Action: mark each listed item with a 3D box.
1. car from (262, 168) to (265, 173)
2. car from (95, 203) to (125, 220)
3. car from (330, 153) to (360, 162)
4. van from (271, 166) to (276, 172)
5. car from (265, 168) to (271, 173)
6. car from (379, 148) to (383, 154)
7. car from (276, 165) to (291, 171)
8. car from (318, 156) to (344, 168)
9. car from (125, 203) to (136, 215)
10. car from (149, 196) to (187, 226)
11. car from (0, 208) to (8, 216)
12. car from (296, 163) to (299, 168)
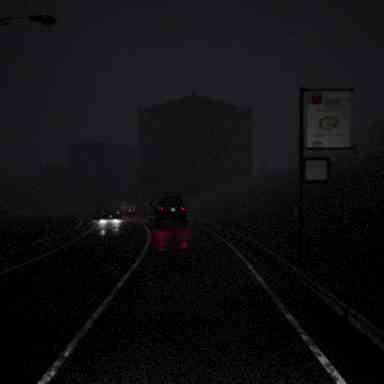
[{"bbox_3d":[20.554,-5.498,90.135,2.435,2.045,5.566,0,1,-1],"label":"car"},{"bbox_3d":[-8.391,1.897,32.656,2.033,1.411,5.357,-1,-1,-23],"label":"car"},{"bbox_3d":[21.506,-4.632,45.918,2.185,1.767,4.553,0,1,-1],"label":"car"},{"bbox_3d":[20.794,-5.314,79.009,1.878,1.987,4.442,0,1,-1],"label":"van"},{"bbox_3d":[20.673,-5.132,84.654,2.002,1.452,4.674,0,1,-1],"label":"car"},{"bbox_3d":[21.741,-4.297,34.984,2.231,1.521,4.892,0,1,-1],"label":"car"},{"bbox_3d":[20.909,-5.002,73.617,2.231,1.521,4.892,0,1,-1],"label":"car"},{"bbox_3d":[21.388,-4.569,51.412,2.002,1.452,4.674,0,1,-1],"label":"car"},{"bbox_3d":[-8.344,2.022,40.502,1.812,1.442,4.674,-1,-1,-29],"label":"car"},{"bbox_3d":[-1.872,1.343,24.601,2.150,2.045,5.566,0,-2,-13],"label":"car"},{"bbox_3d":[-36.059,3.763,62.099,5.357,1.411,2.033,-4,-1,30],"label":"car"},{"bbox_3d":[21.147,-4.941,62.602,2.185,1.767,4.553,0,1,-1],"label":"car"}]
